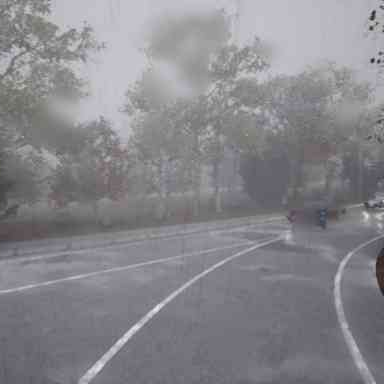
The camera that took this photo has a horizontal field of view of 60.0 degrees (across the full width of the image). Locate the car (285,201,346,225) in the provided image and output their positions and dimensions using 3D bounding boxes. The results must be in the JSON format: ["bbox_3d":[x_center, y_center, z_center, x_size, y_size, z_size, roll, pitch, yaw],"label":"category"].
[{"bbox_3d":[8.222,1.306,22.015,4.718,1.301,1.895,-3,2,-39],"label":"car"}]

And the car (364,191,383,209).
[{"bbox_3d":[16.559,0.625,28.379,4.902,1.511,2.128,-5,3,-35],"label":"car"}]
